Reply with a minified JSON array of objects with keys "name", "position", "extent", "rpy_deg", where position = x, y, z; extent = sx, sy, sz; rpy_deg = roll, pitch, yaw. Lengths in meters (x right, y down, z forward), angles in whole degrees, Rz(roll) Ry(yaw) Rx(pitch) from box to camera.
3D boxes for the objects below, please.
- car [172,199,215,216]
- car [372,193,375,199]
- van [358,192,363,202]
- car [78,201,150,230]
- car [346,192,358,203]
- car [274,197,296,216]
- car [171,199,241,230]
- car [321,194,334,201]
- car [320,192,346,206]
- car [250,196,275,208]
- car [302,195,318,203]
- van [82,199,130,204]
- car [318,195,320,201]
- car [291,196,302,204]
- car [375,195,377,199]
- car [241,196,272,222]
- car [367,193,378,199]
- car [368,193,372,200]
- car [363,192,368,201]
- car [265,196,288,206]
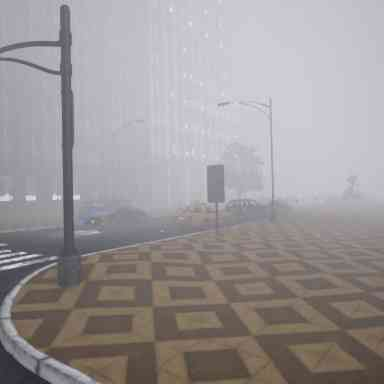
[{"name":"car","position":[0.246,1.492,32.407],"extent":[1.752,1.417,4.829],"rpy_deg":[-2,-1,35]},{"name":"car","position":[38.782,1.060,73.998],"extent":[1.947,1.339,4.313],"rpy_deg":[-2,-1,35]},{"name":"van","position":[29.203,0.904,60.250],"extent":[1.690,1.788,3.998],"rpy_deg":[-2,-1,35]},{"name":"car","position":[-4.592,1.518,20.782],"extent":[1.994,1.385,4.181],"rpy_deg":[-2,-1,35]},{"name":"car","position":[26.012,1.027,55.668],"extent":[1.967,1.590,4.097],"rpy_deg":[-2,-1,35]},{"name":"car","position":[7.005,1.320,28.076],"extent":[1.802,1.307,4.206],"rpy_deg":[-2,-1,35]},{"name":"car","position":[0.768,1.318,19.015],"extent":[1.752,1.417,4.829],"rpy_deg":[-2,-1,35]},{"name":"car","position":[32.055,1.271,78.629],"extent":[1.887,1.381,4.507],"rpy_deg":[-2,-1,35]},{"name":"car","position":[19.773,1.159,46.611],"extent":[1.752,1.417,4.829],"rpy_deg":[-2,-1,35]},{"name":"car","position":[9.853,1.328,46.372],"extent":[1.967,1.590,4.097],"rpy_deg":[-2,-1,35]},{"name":"car","position":[22.538,1.232,64.805],"extent":[1.967,1.590,4.097],"rpy_deg":[-2,-1,35]},{"name":"van","position":[-6.004,1.363,23.332],"extent":[1.690,1.788,3.998],"rpy_deg":[-2,-1,35]},{"name":"car","position":[25.712,1.314,69.413],"extent":[1.887,1.381,4.507],"rpy_deg":[-2,-1,35]},{"name":"car","position":[16.198,1.389,55.588],"extent":[2.008,1.369,4.403],"rpy_deg":[-2,-1,35]},{"name":"car","position":[42.043,0.999,78.739],"extent":[1.752,1.417,4.829],"rpy_deg":[-2,-1,35]},{"name":"car","position":[3.836,1.206,23.476],"extent":[1.967,1.590,4.097],"rpy_deg":[-2,-1,35]},{"name":"car","position":[45.113,1.004,83.199],"extent":[2.008,1.369,4.403],"rpy_deg":[-2,-1,35]},{"name":"car","position":[35.573,0.832,69.426],"extent":[2.192,1.841,5.009],"rpy_deg":[-2,-1,35]},{"name":"car","position":[32.388,0.980,64.839],"extent":[1.967,1.590,4.097],"rpy_deg":[-2,-1,35]},{"name":"car","position":[13.027,1.407,50.979],"extent":[1.887,1.381,4.507],"rpy_deg":[-2,-1,35]}]
